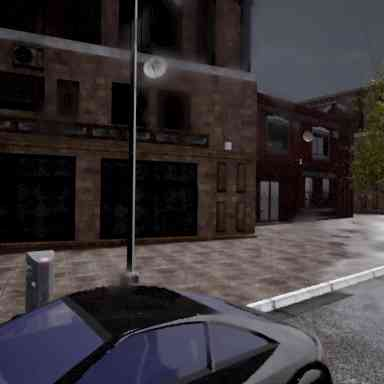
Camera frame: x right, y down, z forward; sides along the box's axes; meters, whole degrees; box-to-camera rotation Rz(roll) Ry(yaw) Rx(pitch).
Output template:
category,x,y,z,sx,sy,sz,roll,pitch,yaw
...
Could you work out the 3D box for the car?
category,x,y,z,sx,sy,sz,roll,pitch,yaw
car,-0.745,1.565,2.586,4.181,1.385,1.994,0,0,-36
